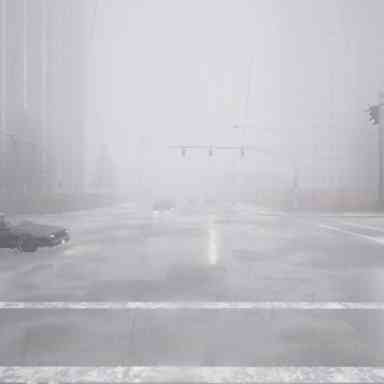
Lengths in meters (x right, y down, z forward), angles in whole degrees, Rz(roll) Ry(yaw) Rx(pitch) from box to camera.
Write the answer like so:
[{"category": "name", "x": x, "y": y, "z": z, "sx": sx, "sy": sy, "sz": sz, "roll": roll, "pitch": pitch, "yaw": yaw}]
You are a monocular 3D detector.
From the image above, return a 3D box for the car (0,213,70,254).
[{"category": "car", "x": -7.682, "y": 1.547, "z": 12.932, "sx": 5.357, "sy": 1.411, "sz": 2.033, "roll": 0, "pitch": 0, "yaw": -1}]

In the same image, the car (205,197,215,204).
[{"category": "car", "x": 3.519, "y": 1.599, "z": 65.002, "sx": 1.895, "sy": 1.301, "sz": 4.718, "roll": 0, "pitch": 0, "yaw": 0}]

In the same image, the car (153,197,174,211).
[{"category": "car", "x": -3.587, "y": 1.563, "z": 40.774, "sx": 1.994, "sy": 1.385, "sz": 4.181, "roll": 0, "pitch": 0, "yaw": 0}]

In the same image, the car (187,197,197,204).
[{"category": "car", "x": 0.019, "y": 1.562, "z": 64.973, "sx": 1.994, "sy": 1.385, "sz": 4.181, "roll": 0, "pitch": 0, "yaw": 0}]
